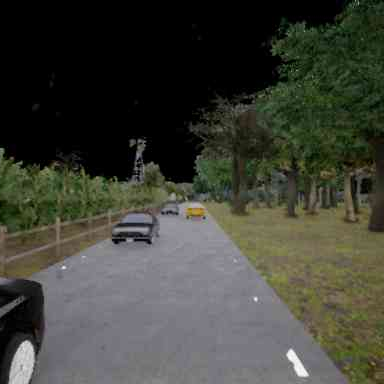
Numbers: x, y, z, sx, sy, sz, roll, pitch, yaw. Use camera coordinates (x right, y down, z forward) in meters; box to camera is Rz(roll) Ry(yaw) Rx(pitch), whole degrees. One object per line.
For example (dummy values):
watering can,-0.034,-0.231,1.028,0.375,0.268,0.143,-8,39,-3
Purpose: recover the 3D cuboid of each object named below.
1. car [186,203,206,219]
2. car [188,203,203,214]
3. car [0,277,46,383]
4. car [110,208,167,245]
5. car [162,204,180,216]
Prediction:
car,0.402,1.941,34.803,1.882,1.535,5.008,0,-1,1
car,0.499,2.216,45.673,1.895,1.301,4.718,0,-1,1
car,-2.836,1.508,2.286,1.882,1.535,5.008,0,-1,1
car,-2.704,1.773,17.226,2.033,1.411,5.357,0,-1,1
car,-2.506,2.086,39.074,1.994,1.385,4.181,0,-1,1
